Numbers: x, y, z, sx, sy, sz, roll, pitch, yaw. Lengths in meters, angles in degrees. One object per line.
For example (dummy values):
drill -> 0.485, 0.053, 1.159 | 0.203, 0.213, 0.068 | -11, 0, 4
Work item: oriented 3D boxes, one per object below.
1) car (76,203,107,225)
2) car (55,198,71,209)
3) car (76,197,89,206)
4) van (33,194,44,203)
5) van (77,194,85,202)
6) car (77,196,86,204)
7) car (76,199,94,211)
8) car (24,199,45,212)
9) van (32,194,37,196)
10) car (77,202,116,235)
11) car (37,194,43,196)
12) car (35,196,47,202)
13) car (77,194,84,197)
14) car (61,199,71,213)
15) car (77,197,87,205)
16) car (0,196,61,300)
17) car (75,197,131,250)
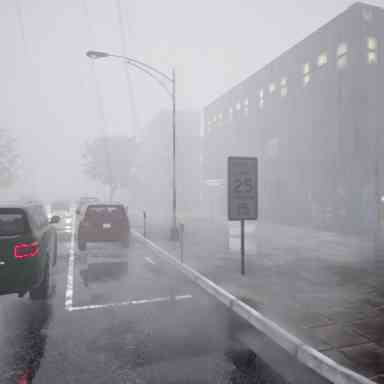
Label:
car -> -7.552, 1.560, 24.824 | 2.008, 1.369, 4.403 | 1, 0, -19
car -> -18.119, 1.614, 46.865 | 1.895, 1.301, 4.718 | 0, 0, -19
car -> -18.529, 1.565, 56.218 | 2.008, 1.369, 4.403 | 1, 0, -19
van -> -31.922, 1.353, 69.138 | 1.690, 1.788, 3.998 | 1, 0, -19
van -> -25.846, 1.354, 77.150 | 1.690, 1.788, 3.998 | 1, 0, -19
car -> -22.245, 1.539, 66.844 | 1.752, 1.417, 4.829 | 1, 0, -19
car -> -13.041, 1.579, 40.521 | 1.947, 1.339, 4.313 | 1, 0, -19
car -> -19.005, 1.613, 40.312 | 1.895, 1.301, 4.718 | 0, 0, -19
van -> -26.434, 1.354, 53.441 | 1.690, 1.788, 3.998 | 1, 0, -19
car -> -5.720, 1.448, 19.591 | 1.967, 1.590, 4.097 | 1, 0, -19
car -> -30.094, 1.452, 63.906 | 1.967, 1.590, 4.097 | 1, 0, -19
car -> -33.755, 1.561, 74.370 | 2.008, 1.369, 4.403 | 1, 0, -19
car -> -9.379, 1.326, 30.058 | 2.192, 1.841, 5.009 | 1, 0, -19
car -> -14.795, 1.490, 37.524 | 1.882, 1.535, 5.008 | 0, 0, -19
car -> -20.360, 1.596, 61.450 | 1.802, 1.307, 4.206 | 1, 0, -19
car -> -4.573, 1.224, 8.129 | 2.150, 2.045, 5.566 | 0, 0, -19
car -> -3.889, 1.321, 14.359 | 2.192, 1.841, 5.009 | 1, 0, -19
